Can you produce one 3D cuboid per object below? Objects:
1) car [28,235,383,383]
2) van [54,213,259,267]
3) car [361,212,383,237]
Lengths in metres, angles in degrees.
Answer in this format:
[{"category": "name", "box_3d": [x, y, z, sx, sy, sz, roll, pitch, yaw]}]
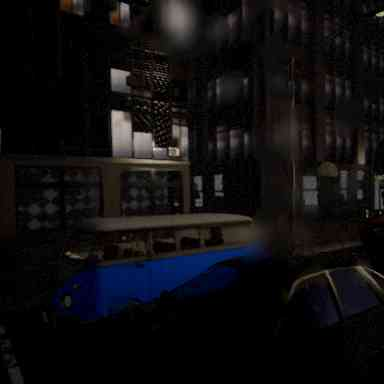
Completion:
[{"category": "car", "box_3d": [1.030, 1.533, 4.097, 5.357, 1.411, 2.033, 0, 0, -35]}, {"category": "van", "box_3d": [-0.511, 1.327, 6.213, 3.998, 1.788, 1.690, 0, -1, -35]}, {"category": "car", "box_3d": [8.501, 1.250, 12.640, 5.009, 1.841, 2.192, 0, -1, -35]}]
